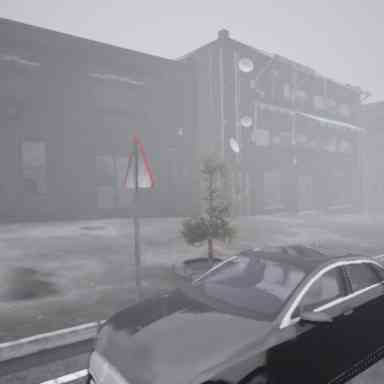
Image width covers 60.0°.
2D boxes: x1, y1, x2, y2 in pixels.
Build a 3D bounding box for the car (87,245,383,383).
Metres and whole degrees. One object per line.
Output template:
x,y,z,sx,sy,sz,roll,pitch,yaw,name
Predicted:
1.171,1.513,4.291,4.902,1.511,2.128,1,0,-37,car
